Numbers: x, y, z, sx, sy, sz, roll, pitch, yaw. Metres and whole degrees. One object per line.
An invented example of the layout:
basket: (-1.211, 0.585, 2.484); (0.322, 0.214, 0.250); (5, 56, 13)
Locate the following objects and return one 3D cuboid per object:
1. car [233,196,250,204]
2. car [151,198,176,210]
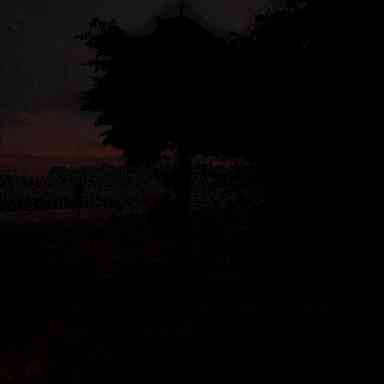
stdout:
car: (9.873, 1.594, 66.440); (2.033, 1.411, 5.357); (3, 1, 29)
car: (-3.493, 1.517, 43.991); (1.812, 1.442, 4.674); (3, 1, 32)
